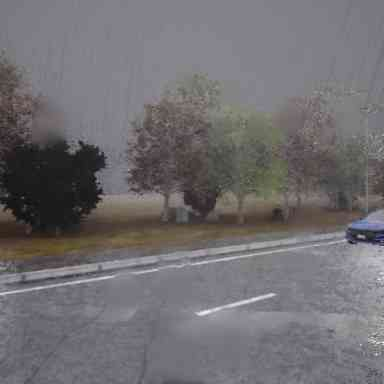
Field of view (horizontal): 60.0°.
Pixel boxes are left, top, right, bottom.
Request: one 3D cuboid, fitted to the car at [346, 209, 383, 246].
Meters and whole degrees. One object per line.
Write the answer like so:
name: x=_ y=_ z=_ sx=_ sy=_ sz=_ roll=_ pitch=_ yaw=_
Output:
car: x=8.664 y=1.477 z=14.454 sx=5.008 sy=1.535 sz=1.882 roll=0 pitch=0 yaw=-35
